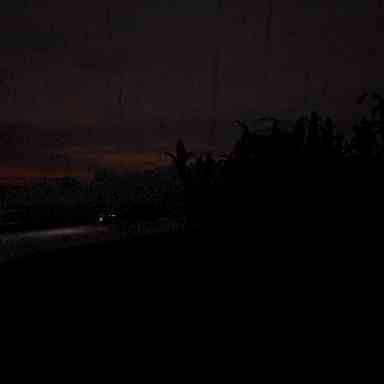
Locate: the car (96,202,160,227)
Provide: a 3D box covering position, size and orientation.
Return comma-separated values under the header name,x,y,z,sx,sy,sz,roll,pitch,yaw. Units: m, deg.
name,x,y,z,sx,sy,sz,roll,pitch,yaw
car,-4.261,1.455,22.777,2.128,1.511,4.902,0,0,35
